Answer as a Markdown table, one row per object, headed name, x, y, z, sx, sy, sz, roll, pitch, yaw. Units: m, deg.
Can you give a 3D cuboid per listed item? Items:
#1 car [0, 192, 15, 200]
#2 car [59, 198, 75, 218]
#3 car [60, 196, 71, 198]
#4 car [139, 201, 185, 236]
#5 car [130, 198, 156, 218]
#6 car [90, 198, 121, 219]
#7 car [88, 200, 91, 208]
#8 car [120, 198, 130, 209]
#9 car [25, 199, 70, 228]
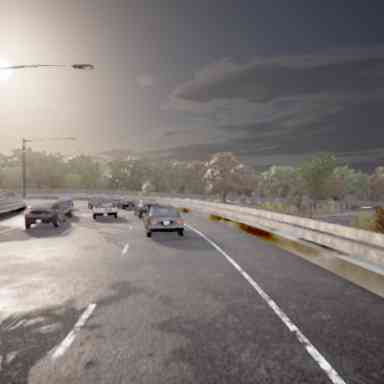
| name | x | y | z | sx | sy | sz | roll | pitch | yaw |
| --- | --- | --- | --- | --- | --- | --- | --- | --- | --- |
| car | -45.432 | 1.017 | 81.332 | 5.566 | 2.045 | 2.150 | 0 | 1 | 38 |
| car | -11.007 | 1.492 | 28.117 | 1.895 | 1.301 | 4.718 | -1 | 0 | -16 |
| car | -16.098 | 1.311 | 42.232 | 1.882 | 1.535 | 5.008 | -1 | 1 | -23 |
| car | -1.580 | 1.437 | 17.662 | 2.033 | 1.411 | 5.357 | -1 | 0 | -10 |
| car | -3.877 | 1.338 | 28.606 | 1.837 | 1.490 | 4.892 | -1 | 1 | -16 |
| car | -7.271 | 1.465 | 27.774 | 1.895 | 1.301 | 4.718 | -1 | 0 | -16 |
| car | -11.541 | 1.411 | 40.487 | 1.895 | 1.301 | 4.718 | -1 | 0 | -22 |
| car | -8.056 | 1.379 | 41.179 | 1.895 | 1.301 | 4.718 | -1 | 0 | -22 |
| car | -9.370 | 1.429 | 21.518 | 1.837 | 1.490 | 4.892 | -1 | 0 | -13 |
